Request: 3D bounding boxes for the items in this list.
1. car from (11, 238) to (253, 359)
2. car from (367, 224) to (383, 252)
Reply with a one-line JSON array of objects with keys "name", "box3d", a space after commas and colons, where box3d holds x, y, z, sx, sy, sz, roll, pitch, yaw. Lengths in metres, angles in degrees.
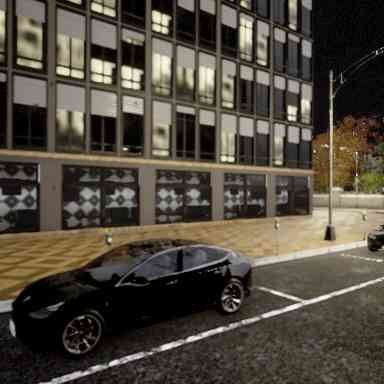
[{"name": "car", "box3d": [-0.776, 1.569, 6.003, 4.313, 1.339, 1.947, 0, 0, -35]}, {"name": "car", "box3d": [8.461, 1.572, 12.679, 4.313, 1.339, 1.947, 0, 0, -35]}]
